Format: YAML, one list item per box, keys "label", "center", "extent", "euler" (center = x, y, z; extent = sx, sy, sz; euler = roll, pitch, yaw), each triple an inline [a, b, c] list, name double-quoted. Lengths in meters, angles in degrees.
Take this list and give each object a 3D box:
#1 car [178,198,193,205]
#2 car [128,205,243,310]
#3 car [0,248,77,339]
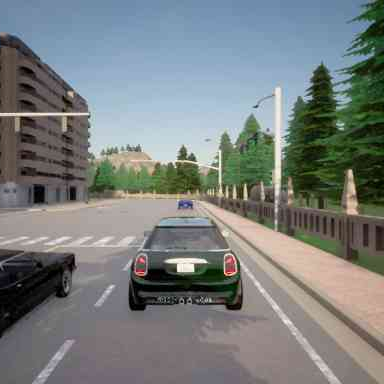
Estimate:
- label: "car"
  center: [-0.862, 1.477, 44.306]
  extent: [1.882, 1.535, 5.008]
  euler: [0, 0, -1]
- label: "car"
  center: [-0.126, 1.352, 7.951]
  extent: [2.097, 1.767, 4.553]
  euler: [0, 0, 0]
- label: "car"
  center: [-3.543, 1.601, 5.580]
  extent: [1.895, 1.301, 4.718]
  euler: [0, 0, -1]
